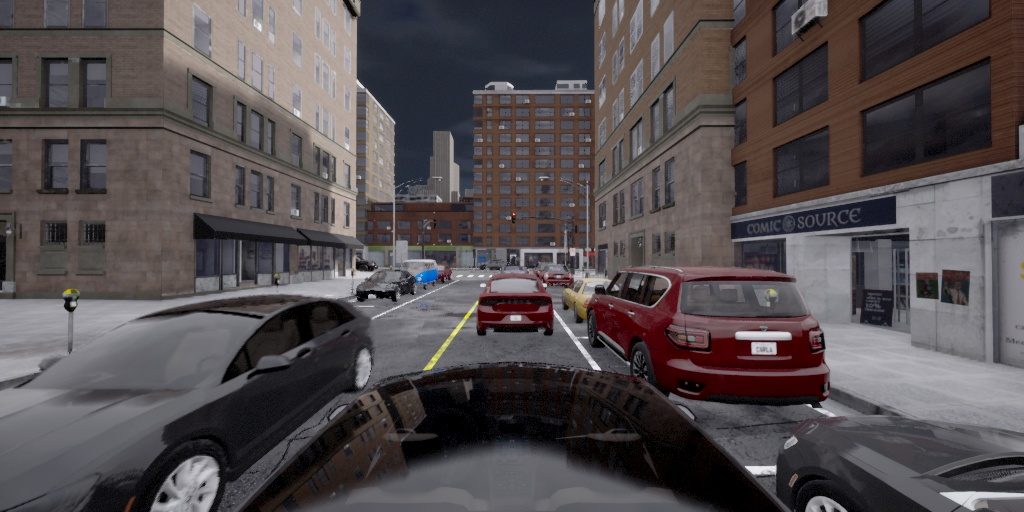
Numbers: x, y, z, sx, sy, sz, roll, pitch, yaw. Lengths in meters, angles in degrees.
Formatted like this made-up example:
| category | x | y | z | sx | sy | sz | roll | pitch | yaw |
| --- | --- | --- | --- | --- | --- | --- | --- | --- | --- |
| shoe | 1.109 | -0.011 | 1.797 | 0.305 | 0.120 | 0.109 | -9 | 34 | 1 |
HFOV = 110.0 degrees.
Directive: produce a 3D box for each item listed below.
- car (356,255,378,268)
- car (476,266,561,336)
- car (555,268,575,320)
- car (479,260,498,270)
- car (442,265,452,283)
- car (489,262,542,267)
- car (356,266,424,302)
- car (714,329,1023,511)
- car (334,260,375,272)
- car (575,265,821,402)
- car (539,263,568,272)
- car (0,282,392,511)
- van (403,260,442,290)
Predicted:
| category | x | y | z | sx | sy | sz | roll | pitch | yaw |
| --- | --- | --- | --- | --- | --- | --- | --- | --- | --- |
| car | -18.352 | 0.842 | 41.071 | 5.566 | 2.045 | 2.150 | 0 | -1 | 0 |
| car | 0.056 | 1.235 | 10.475 | 1.882 | 1.535 | 5.008 | 0 | 0 | -1 |
| car | 2.679 | 1.284 | 11.855 | 1.751 | 1.417 | 4.829 | 0 | 0 | 0 |
| car | -1.561 | 1.283 | 44.195 | 4.892 | 1.490 | 1.837 | 0 | -1 | 0 |
| car | -5.829 | 1.326 | 28.143 | 1.888 | 1.381 | 4.507 | 0 | 0 | 0 |
| car | 0.115 | 1.259 | 18.017 | 2.128 | 1.511 | 4.902 | 0 | 0 | 0 |
| car | -5.841 | 1.331 | 17.178 | 1.948 | 1.339 | 4.313 | 0 | 0 | 0 |
| car | 2.668 | 1.300 | 0.721 | 2.007 | 1.370 | 4.403 | 0 | 0 | 0 |
| car | -19.360 | 1.213 | 44.324 | 4.181 | 1.385 | 1.994 | 0 | -1 | 0 |
| car | 2.674 | 1.068 | 6.202 | 2.192 | 1.841 | 5.009 | 0 | 0 | 0 |
| car | 2.690 | 1.213 | 22.650 | 1.967 | 1.591 | 4.097 | 0 | 0 | 0 |
| car | -3.097 | 1.256 | 3.897 | 1.837 | 1.490 | 4.892 | 0 | 0 | 0 |
| van | -5.835 | 1.114 | 22.661 | 1.690 | 1.789 | 3.998 | 0 | 0 | 0 |
